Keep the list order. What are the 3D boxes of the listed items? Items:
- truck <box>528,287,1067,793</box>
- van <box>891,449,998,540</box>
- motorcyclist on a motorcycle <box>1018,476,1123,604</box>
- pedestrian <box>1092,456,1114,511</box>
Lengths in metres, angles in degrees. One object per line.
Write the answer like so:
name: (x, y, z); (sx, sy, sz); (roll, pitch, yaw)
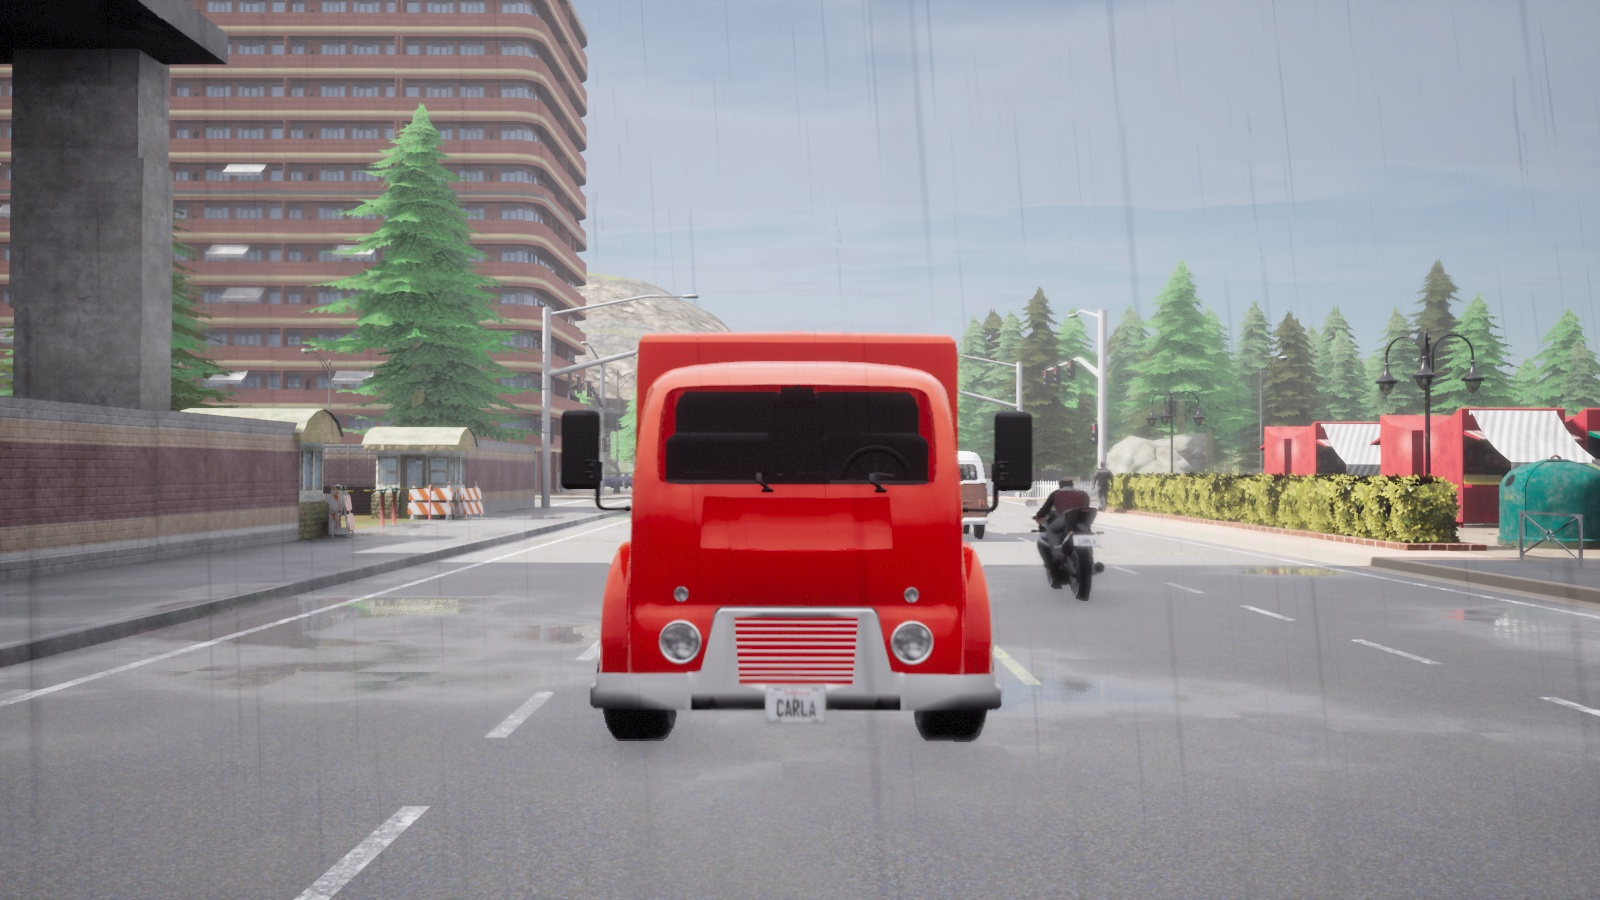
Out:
truck: (-0.022, 0.472, 8.748); (2.627, 2.467, 5.204); (0, -1, 0)
van: (3.428, 1.036, 30.551); (2.069, 2.038, 4.480); (0, -1, 0)
motorcyclist on a motorcycle: (3.462, 1.109, 16.291); (0.866, 1.530, 2.191); (0, -1, 0)
pedestrian: (10.412, 1.150, 43.144); (0.563, 1.883, 0.849); (0, -1, 3)
